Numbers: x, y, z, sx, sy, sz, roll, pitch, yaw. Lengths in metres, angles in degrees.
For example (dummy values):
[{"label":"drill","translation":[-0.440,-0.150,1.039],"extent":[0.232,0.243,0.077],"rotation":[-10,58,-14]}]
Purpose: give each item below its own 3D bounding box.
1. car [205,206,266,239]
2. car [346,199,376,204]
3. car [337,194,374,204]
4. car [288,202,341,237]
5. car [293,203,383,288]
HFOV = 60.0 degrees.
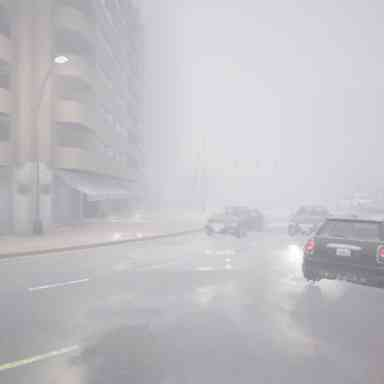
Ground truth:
[{"label":"car","translation":[2.414,1.491,17.587],"extent":[2.128,1.511,4.902],"rotation":[0,0,31]},{"label":"car","translation":[13.302,1.525,25.232],"extent":[1.812,1.442,4.674],"rotation":[0,0,16]},{"label":"car","translation":[18.427,1.221,37.570],"extent":[2.150,2.045,5.566],"rotation":[0,0,-1]},{"label":"car","translation":[6.423,1.491,17.594],"extent":[2.128,1.511,4.902],"rotation":[0,0,28]},{"label":"car","translation":[4.776,1.352,8.905],"extent":[2.097,1.767,4.553],"rotation":[0,0,42]}]
